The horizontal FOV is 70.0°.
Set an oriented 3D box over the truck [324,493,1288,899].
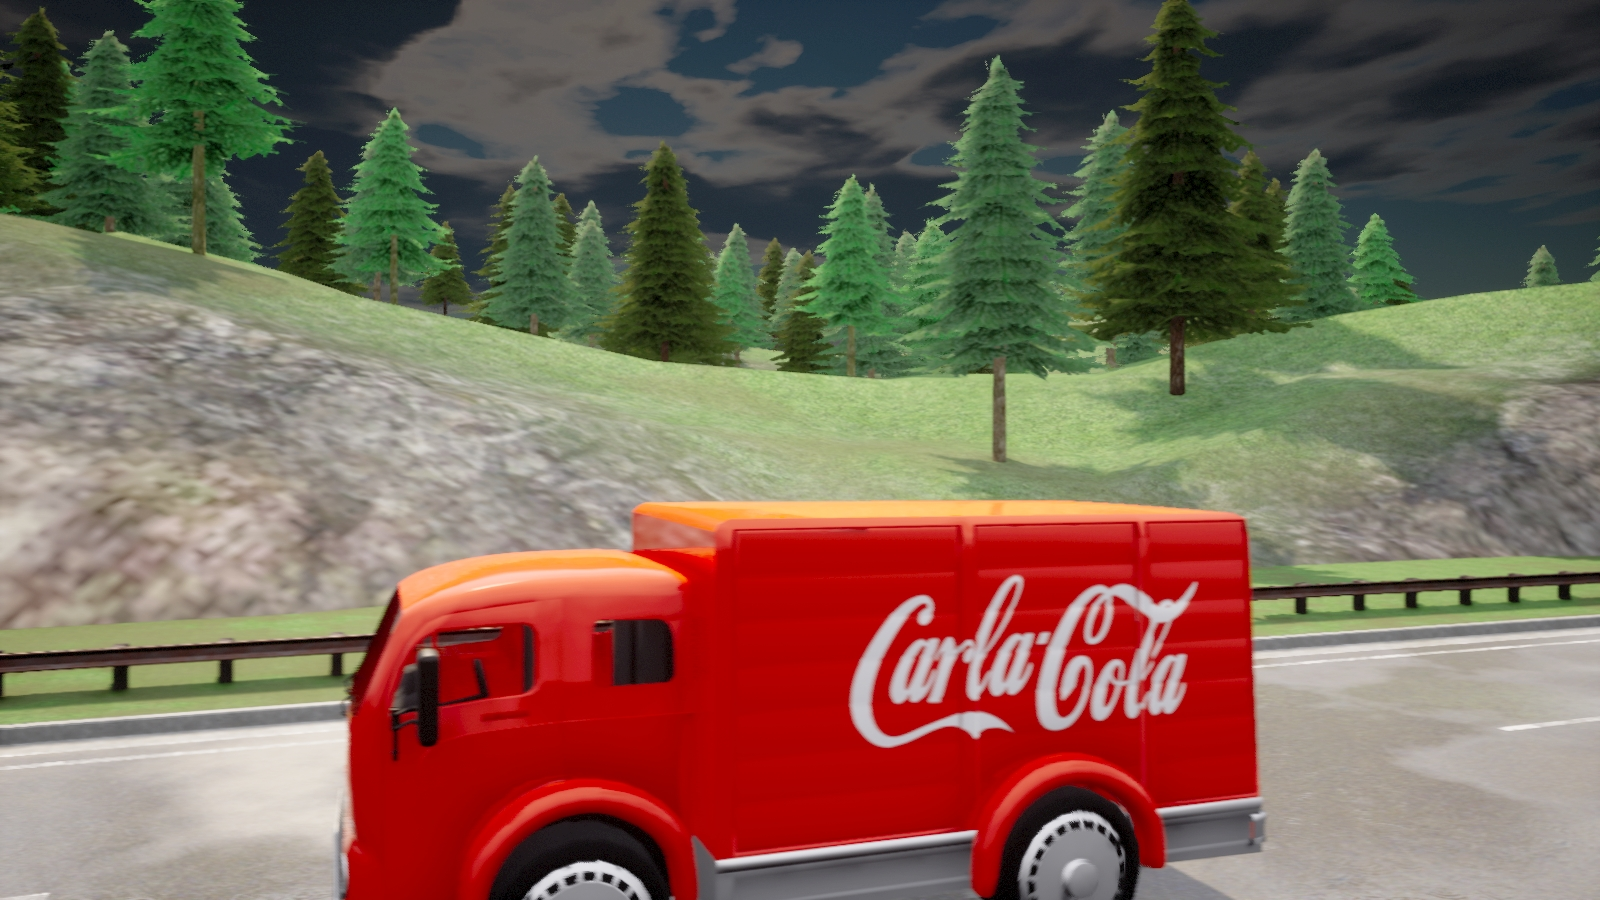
[{"bbox_3d":[-0.045,1.568,7.018,5.204,2.467,2.627,0,0,-20],"label":"truck"}]
